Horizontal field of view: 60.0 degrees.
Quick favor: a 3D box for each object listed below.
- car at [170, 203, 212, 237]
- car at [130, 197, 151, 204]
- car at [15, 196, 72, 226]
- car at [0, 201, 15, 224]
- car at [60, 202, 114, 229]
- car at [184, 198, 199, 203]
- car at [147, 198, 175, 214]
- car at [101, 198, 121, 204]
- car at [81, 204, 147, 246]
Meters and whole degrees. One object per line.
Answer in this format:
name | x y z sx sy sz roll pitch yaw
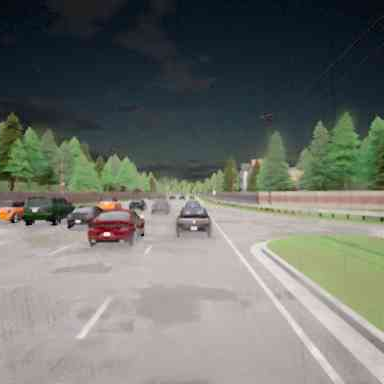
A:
car | 0.096 1.578 18.653 2.128 1.511 4.902 0 0 0
car | -6.909 1.703 42.888 1.837 1.490 4.892 0 0 0
car | -10.407 1.336 24.704 2.150 2.045 5.566 0 0 0
car | -13.906 1.473 26.025 2.097 1.767 4.553 0 0 0
car | -6.920 1.630 22.448 1.812 1.442 4.674 0 0 0
car | 0.092 1.720 37.406 2.033 1.411 5.357 0 0 0
car | -3.407 1.720 37.324 2.033 1.411 5.357 0 0 0
car | -10.409 1.548 42.575 2.097 1.767 4.553 0 0 0
car | -3.403 1.551 15.771 1.882 1.535 5.008 0 0 0
